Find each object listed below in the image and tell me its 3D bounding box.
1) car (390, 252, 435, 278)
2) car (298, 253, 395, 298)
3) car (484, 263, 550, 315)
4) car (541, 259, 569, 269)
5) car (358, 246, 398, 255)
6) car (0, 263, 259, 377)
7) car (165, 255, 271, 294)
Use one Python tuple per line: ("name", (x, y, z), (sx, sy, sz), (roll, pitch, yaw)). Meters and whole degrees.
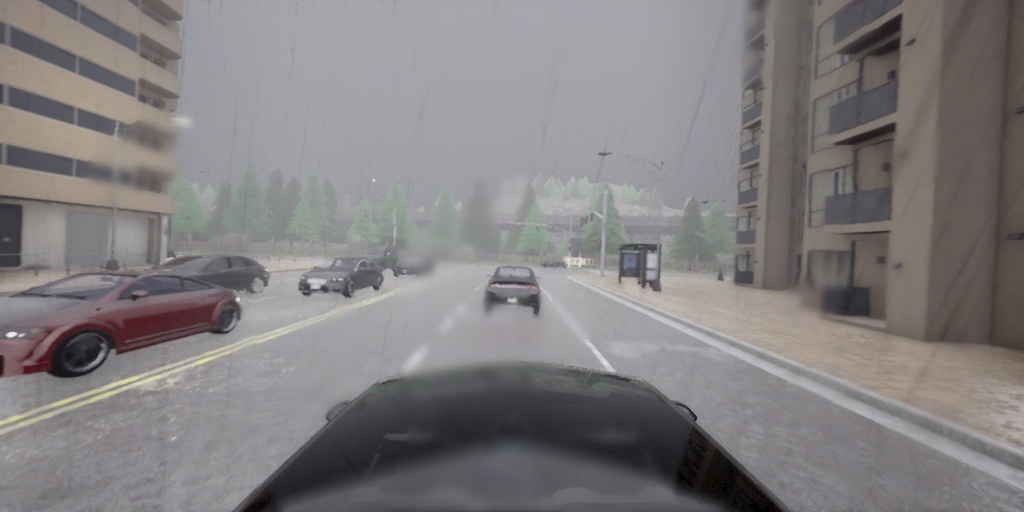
("car", (-6.913, 0.731, 25.938), (1.882, 1.535, 5.008), (2, 1, 0))
("car", (-7.026, 0.812, 15.306), (2.128, 1.511, 4.902), (2, 1, 0))
("car", (0.054, 1.125, 13.168), (2.128, 1.511, 4.902), (2, 0, 0))
("car", (6.037, 1.055, 49.236), (1.895, 1.301, 4.718), (3, 1, 39))
("car", (-10.395, 0.265, 27.826), (2.150, 2.045, 5.566), (2, 0, 0))
("car", (-7.060, 0.976, 6.374), (1.994, 1.385, 4.181), (2, 1, 0))
("car", (-10.535, 0.713, 12.275), (1.837, 1.490, 4.892), (2, 1, 0))
